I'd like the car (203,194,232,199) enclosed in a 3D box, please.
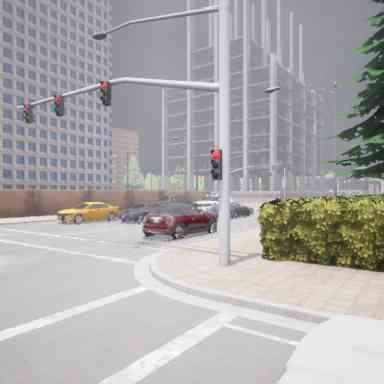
[{"bbox_3d":[2.186,1.277,33.848,2.150,2.045,5.566,0,0,36],"label":"car"}]

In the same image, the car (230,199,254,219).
[{"bbox_3d":[3.628,1.603,29.528,2.033,1.411,5.357,0,0,35],"label":"car"}]

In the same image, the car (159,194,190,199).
[{"bbox_3d":[-2.158,1.277,33.800,2.150,2.045,5.566,0,0,35],"label":"car"}]

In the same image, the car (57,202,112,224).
[{"bbox_3d":[-7.930,1.533,25.712,1.882,1.535,5.008,0,0,35],"label":"car"}]

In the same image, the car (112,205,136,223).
[{"bbox_3d":[-3.541,1.560,25.838,1.837,1.490,4.892,0,0,36],"label":"car"}]

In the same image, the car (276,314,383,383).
[{"bbox_3d":[2.878,1.601,1.914,4.718,1.301,1.895,0,0,36],"label":"car"}]

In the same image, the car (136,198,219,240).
[{"bbox_3d":[-0.485,1.407,17.722,2.097,1.767,4.553,0,0,35],"label":"car"}]
